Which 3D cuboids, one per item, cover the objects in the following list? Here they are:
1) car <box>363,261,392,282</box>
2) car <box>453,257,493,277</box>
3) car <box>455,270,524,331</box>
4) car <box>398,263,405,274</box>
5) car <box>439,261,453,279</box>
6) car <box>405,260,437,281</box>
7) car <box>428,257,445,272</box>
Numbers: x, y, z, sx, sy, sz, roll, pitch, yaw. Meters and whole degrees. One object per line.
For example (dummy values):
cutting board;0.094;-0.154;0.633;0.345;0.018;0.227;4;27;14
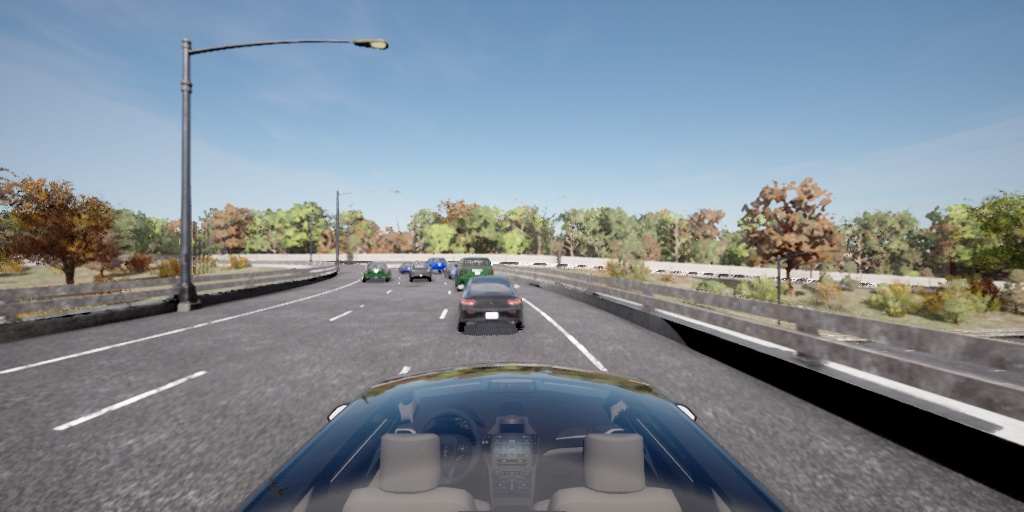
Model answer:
car;-11.664;1.268;31.218;2.097;1.767;4.553;0;0;-16
car;-2.465;1.084;22.993;2.150;2.045;5.566;0;0;-11
car;-0.710;1.326;11.182;1.812;1.442;4.674;0;0;-5
car;-13.180;1.555;45.305;1.994;1.385;4.181;0;0;-23
car;-5.531;1.477;35.107;2.033;1.411;5.357;0;0;-17
car;-8.177;1.408;31.822;2.128;1.511;4.902;0;0;-17
car;-10.012;1.215;46.837;2.150;2.045;5.566;0;-1;-23
